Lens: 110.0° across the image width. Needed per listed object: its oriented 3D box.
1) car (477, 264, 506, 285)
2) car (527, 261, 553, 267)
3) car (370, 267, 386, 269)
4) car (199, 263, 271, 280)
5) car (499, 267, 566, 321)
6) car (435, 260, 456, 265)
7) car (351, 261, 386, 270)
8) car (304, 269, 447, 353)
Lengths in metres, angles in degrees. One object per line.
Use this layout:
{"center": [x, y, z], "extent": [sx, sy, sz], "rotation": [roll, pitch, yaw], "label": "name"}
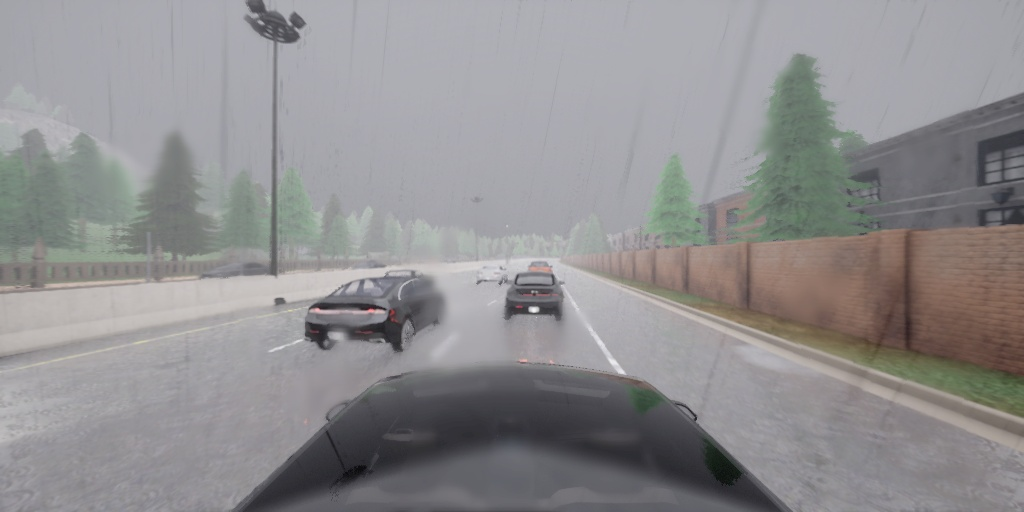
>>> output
{"center": [-1.467, 1.350, 27.055], "extent": [1.812, 1.442, 4.674], "rotation": [0, 0, 5], "label": "car"}
{"center": [2.371, 1.207, 30.553], "extent": [2.097, 1.767, 4.553], "rotation": [0, 0, 5], "label": "car"}
{"center": [-5.643, 1.380, 19.430], "extent": [1.895, 1.301, 4.718], "rotation": [0, 0, 5], "label": "car"}
{"center": [-19.361, 1.236, 25.449], "extent": [1.837, 1.490, 4.892], "rotation": [0, 0, 5], "label": "car"}
{"center": [0.822, 1.294, 12.678], "extent": [1.837, 1.490, 4.892], "rotation": [0, 0, 4], "label": "car"}
{"center": [-9.652, 1.366, 54.725], "extent": [2.128, 1.511, 4.902], "rotation": [0, 0, 5], "label": "car"}
{"center": [-14.794, 1.283, 37.126], "extent": [2.128, 1.511, 4.902], "rotation": [0, 0, 5], "label": "car"}
{"center": [-2.970, 1.250, 8.894], "extent": [2.128, 1.511, 4.902], "rotation": [0, 0, 4], "label": "car"}
